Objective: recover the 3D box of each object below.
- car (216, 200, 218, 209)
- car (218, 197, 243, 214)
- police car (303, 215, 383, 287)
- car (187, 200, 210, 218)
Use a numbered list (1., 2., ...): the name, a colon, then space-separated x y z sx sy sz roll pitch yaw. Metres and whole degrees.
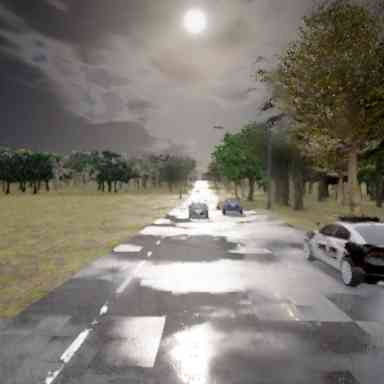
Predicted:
1. car: 4.468 1.546 47.073 1.882 1.535 5.008 1 0 2
2. car: 4.307 1.435 36.556 2.097 1.767 4.553 1 0 2
3. police car: 4.720 1.490 9.628 1.930 1.638 5.238 1 0 1
4. car: 0.616 1.530 30.895 2.128 1.511 4.902 1 0 1
